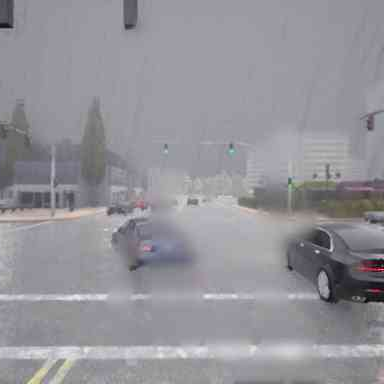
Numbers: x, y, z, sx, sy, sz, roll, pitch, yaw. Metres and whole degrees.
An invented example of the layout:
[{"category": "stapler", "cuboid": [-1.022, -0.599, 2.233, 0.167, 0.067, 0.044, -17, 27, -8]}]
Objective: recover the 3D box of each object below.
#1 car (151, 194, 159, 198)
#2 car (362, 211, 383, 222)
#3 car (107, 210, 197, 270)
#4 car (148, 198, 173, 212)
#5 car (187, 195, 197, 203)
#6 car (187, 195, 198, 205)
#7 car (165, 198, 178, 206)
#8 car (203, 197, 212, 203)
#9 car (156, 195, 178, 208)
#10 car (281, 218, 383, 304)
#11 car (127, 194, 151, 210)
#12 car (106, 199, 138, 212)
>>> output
[{"category": "car", "cuboid": [-7.027, 1.465, 53.073, 2.097, 1.767, 4.553, 0, 0, 0]}, {"category": "car", "cuboid": [14.462, 1.650, 22.969, 4.718, 1.301, 1.895, 0, 0, 1]}, {"category": "car", "cuboid": [-1.506, 1.572, 11.279, 2.033, 1.411, 5.357, 0, 0, -20]}, {"category": "car", "cuboid": [-3.573, 1.684, 38.794, 1.895, 1.301, 4.718, 0, 0, 0]}, {"category": "car", "cuboid": [0.049, 1.515, 75.378, 2.097, 1.767, 4.553, 0, 0, 0]}, {"category": "car", "cuboid": [0.139, 1.606, 60.456, 1.882, 1.535, 5.008, 0, 0, 0]}, {"category": "car", "cuboid": [-3.491, 1.687, 57.932, 1.994, 1.385, 4.181, 0, 0, 0]}, {"category": "car", "cuboid": [3.549, 1.713, 75.768, 1.994, 1.385, 4.181, 0, 0, 0]}, {"category": "car", "cuboid": [-3.553, 1.594, 48.065, 2.128, 1.511, 4.902, 0, 0, 0]}, {"category": "car", "cuboid": [3.601, 1.524, 8.198, 1.837, 1.490, 4.892, 0, 0, 0]}, {"category": "car", "cuboid": [-7.061, 1.314, 43.146, 2.150, 2.045, 5.566, 0, 0, 0]}, {"category": "car", "cuboid": [-7.126, 1.673, 33.502, 1.895, 1.301, 4.718, 0, 0, 2]}]
